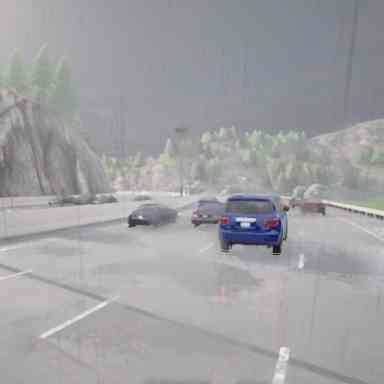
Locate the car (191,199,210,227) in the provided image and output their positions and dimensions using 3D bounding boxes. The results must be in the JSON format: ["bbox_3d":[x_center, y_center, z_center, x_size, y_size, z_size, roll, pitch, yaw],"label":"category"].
[{"bbox_3d":[1.438,1.410,21.247,2.033,1.411,5.357,0,0,16],"label":"car"}]

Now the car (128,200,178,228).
[{"bbox_3d":[-2.351,1.420,20.946,1.994,1.385,4.181,0,0,17],"label":"car"}]

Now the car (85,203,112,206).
[{"bbox_3d":[-11.434,1.180,43.465,2.128,1.511,4.902,0,0,10],"label":"car"}]

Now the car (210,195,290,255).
[{"bbox_3d":[2.606,1.138,13.357,2.150,2.045,5.566,0,0,19],"label":"car"}]

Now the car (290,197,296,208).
[{"bbox_3d":[13.302,1.301,41.802,2.033,1.411,5.357,0,0,10],"label":"car"}]

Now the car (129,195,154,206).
[{"bbox_3d":[-7.103,1.217,47.754,2.033,1.411,5.357,0,0,9],"label":"car"}]

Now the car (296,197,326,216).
[{"bbox_3d":[11.143,1.297,31.006,1.882,1.535,5.008,0,0,13],"label":"car"}]

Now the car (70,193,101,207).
[{"bbox_3d":[-14.571,1.017,45.768,2.097,1.767,4.553,0,1,10],"label":"car"}]

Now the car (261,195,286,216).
[{"bbox_3d":[7.632,1.162,31.308,2.097,1.767,4.553,0,0,13],"label":"car"}]

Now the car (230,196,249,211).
[{"bbox_3d":[5.459,1.267,37.885,1.837,1.490,4.892,0,0,11],"label":"car"}]

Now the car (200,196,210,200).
[{"bbox_3d":[1.920,1.231,37.972,1.882,1.535,5.008,0,1,11],"label":"car"}]
